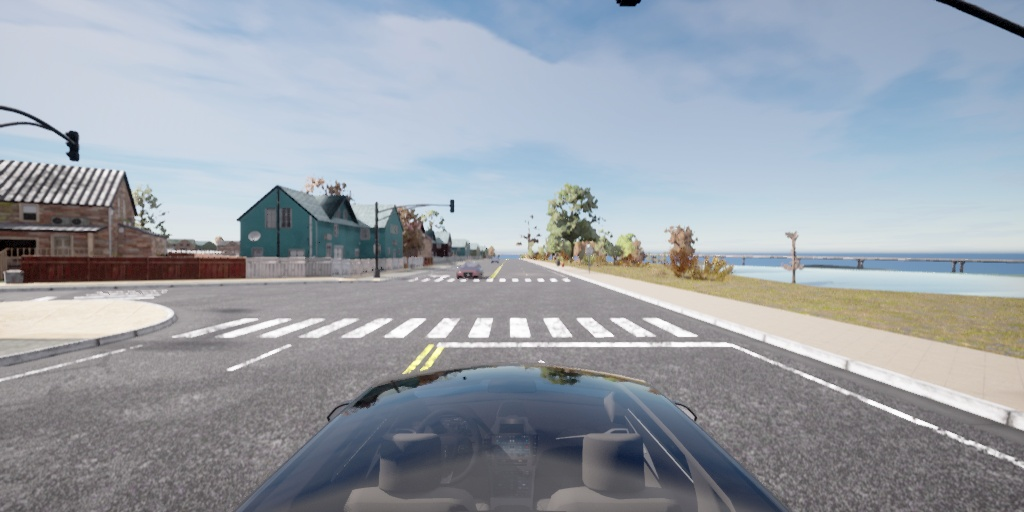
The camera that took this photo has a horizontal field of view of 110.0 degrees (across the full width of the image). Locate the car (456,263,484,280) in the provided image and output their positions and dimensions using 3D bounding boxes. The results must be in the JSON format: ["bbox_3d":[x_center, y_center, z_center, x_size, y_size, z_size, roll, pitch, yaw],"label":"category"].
[{"bbox_3d":[-3.373,1.246,29.510,1.994,1.385,4.181,0,1,0],"label":"car"}]
